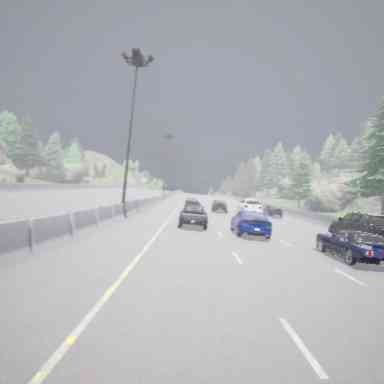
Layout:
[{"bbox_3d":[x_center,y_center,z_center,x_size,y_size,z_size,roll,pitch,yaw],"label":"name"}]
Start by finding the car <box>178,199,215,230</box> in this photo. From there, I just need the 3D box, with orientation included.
[{"bbox_3d":[0.077,1.582,22.603,2.128,1.511,4.902,5,0,0],"label":"car"}]

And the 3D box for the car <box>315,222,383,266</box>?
[{"bbox_3d":[7.075,2.337,14.445,1.895,1.301,4.718,5,0,0],"label":"car"}]

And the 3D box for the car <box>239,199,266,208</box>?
[{"bbox_3d":[6.997,1.855,40.724,2.150,2.045,5.566,5,1,0],"label":"car"}]

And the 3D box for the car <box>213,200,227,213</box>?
[{"bbox_3d":[3.478,1.792,42.822,1.837,1.490,4.892,5,1,0],"label":"car"}]

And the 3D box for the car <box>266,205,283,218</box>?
[{"bbox_3d":[10.446,2.433,43.367,1.837,1.490,4.892,5,1,0],"label":"car"}]

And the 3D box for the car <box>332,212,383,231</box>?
[{"bbox_3d":[10.566,2.287,20.584,2.150,2.045,5.566,5,0,0],"label":"car"}]

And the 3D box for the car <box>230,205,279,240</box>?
[{"bbox_3d":[3.572,1.893,20.638,1.882,1.535,5.008,5,0,0],"label":"car"}]

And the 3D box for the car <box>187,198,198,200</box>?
[{"bbox_3d":[0.000,1.451,41.633,1.882,1.535,5.008,5,1,0],"label":"car"}]
